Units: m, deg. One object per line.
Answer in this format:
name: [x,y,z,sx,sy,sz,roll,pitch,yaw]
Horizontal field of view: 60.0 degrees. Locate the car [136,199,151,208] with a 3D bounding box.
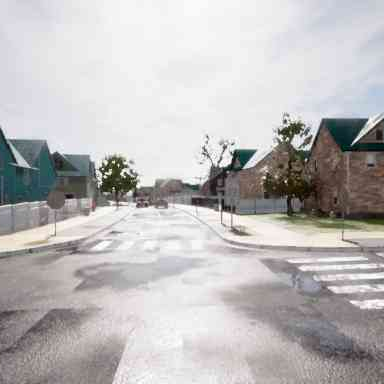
car: [-8.388,1.846,55.946,1.812,1.442,4.674,0,-1,-11]

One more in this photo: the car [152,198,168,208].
car: [-4.853,1.784,52.369,1.837,1.490,4.892,0,-1,-11]
